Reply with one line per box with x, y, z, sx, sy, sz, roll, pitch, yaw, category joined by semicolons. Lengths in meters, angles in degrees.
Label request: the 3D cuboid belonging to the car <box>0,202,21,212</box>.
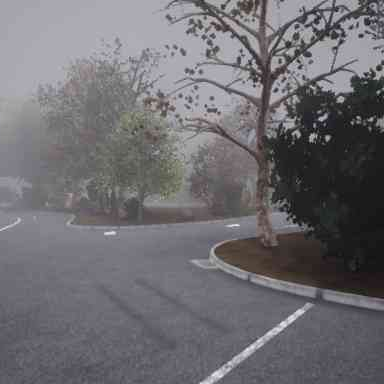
-27.865;2.257;50.272;4.892;1.490;1.837;-1;-1;33;car
